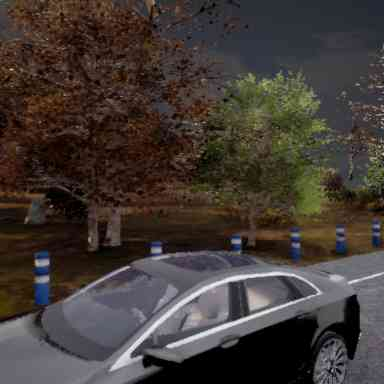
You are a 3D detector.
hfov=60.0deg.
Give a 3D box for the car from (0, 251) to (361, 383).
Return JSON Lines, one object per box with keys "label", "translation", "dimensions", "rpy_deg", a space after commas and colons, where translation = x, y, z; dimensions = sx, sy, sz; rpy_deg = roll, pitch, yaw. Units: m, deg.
{"label": "car", "translation": [-0.154, 1.483, 3.523], "dimensions": [4.902, 1.511, 2.128], "rpy_deg": [0, 0, -35]}
